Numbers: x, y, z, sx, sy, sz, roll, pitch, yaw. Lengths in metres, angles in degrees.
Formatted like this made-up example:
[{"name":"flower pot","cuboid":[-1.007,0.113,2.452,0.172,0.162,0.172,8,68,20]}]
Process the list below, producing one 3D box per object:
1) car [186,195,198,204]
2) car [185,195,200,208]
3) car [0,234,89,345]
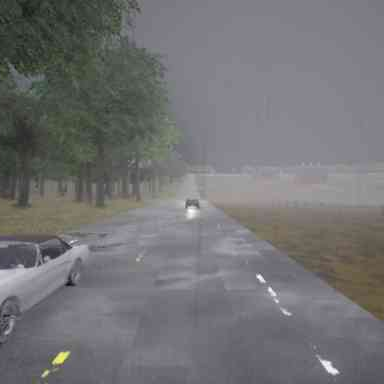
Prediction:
[{"name":"car","cuboid":[0.030,1.400,63.464,2.128,1.511,4.902,0,0,0]},{"name":"car","cuboid":[0.056,1.393,44.648,1.837,1.490,4.892,0,0,0]},{"name":"car","cuboid":[-3.605,1.567,6.438,1.895,1.301,4.718,0,0,0]}]
